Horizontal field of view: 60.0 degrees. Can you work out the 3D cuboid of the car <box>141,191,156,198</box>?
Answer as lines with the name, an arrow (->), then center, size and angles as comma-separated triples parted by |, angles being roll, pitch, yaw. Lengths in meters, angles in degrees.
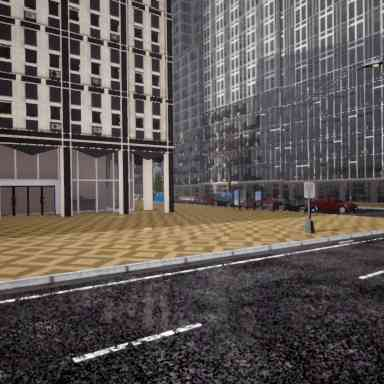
car -> -10.737, 0.691, 82.310 | 1.967, 1.590, 4.097 | 0, 1, -34

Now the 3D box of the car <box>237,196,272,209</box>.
car -> 7.792, 1.392, 39.934 | 1.802, 1.307, 4.206 | 0, 1, -34

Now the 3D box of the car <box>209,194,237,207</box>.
car -> 4.646, 1.323, 44.667 | 1.947, 1.339, 4.313 | 0, 1, -34

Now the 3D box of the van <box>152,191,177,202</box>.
van -> -4.891, 0.941, 58.797 | 1.690, 1.788, 3.998 | 0, 1, -34

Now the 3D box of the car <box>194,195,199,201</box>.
car -> 2.041, 1.049, 63.507 | 1.802, 1.307, 4.206 | 0, 1, -34

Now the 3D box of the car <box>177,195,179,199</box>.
car -> -4.348, 0.941, 72.910 | 1.802, 1.307, 4.206 | 0, 1, -34

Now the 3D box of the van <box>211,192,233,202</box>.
van -> 5.234, 0.860, 58.803 | 1.690, 1.788, 3.998 | 0, 1, -34

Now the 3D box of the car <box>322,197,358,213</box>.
car -> 14.652, 1.320, 34.629 | 1.882, 1.535, 5.008 | -1, 1, -34

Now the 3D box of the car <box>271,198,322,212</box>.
car -> 10.972, 1.428, 35.221 | 1.947, 1.339, 4.313 | 0, 1, -34

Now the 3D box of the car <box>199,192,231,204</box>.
car -> 3.597, 1.016, 50.884 | 2.097, 1.767, 4.553 | -1, 1, -35

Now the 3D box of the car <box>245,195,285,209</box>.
car -> 9.251, 1.232, 42.579 | 1.882, 1.535, 5.008 | -1, 1, -34

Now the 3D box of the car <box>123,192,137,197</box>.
car -> -17.124, 0.694, 91.713 | 2.008, 1.369, 4.403 | 0, 1, -34

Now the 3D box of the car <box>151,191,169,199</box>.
car -> -7.542, 0.620, 77.608 | 2.192, 1.841, 5.009 | 0, 1, -34

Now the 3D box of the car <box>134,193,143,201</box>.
car -> -11.280, 1.044, 68.201 | 2.008, 1.369, 4.403 | 0, 1, -34
